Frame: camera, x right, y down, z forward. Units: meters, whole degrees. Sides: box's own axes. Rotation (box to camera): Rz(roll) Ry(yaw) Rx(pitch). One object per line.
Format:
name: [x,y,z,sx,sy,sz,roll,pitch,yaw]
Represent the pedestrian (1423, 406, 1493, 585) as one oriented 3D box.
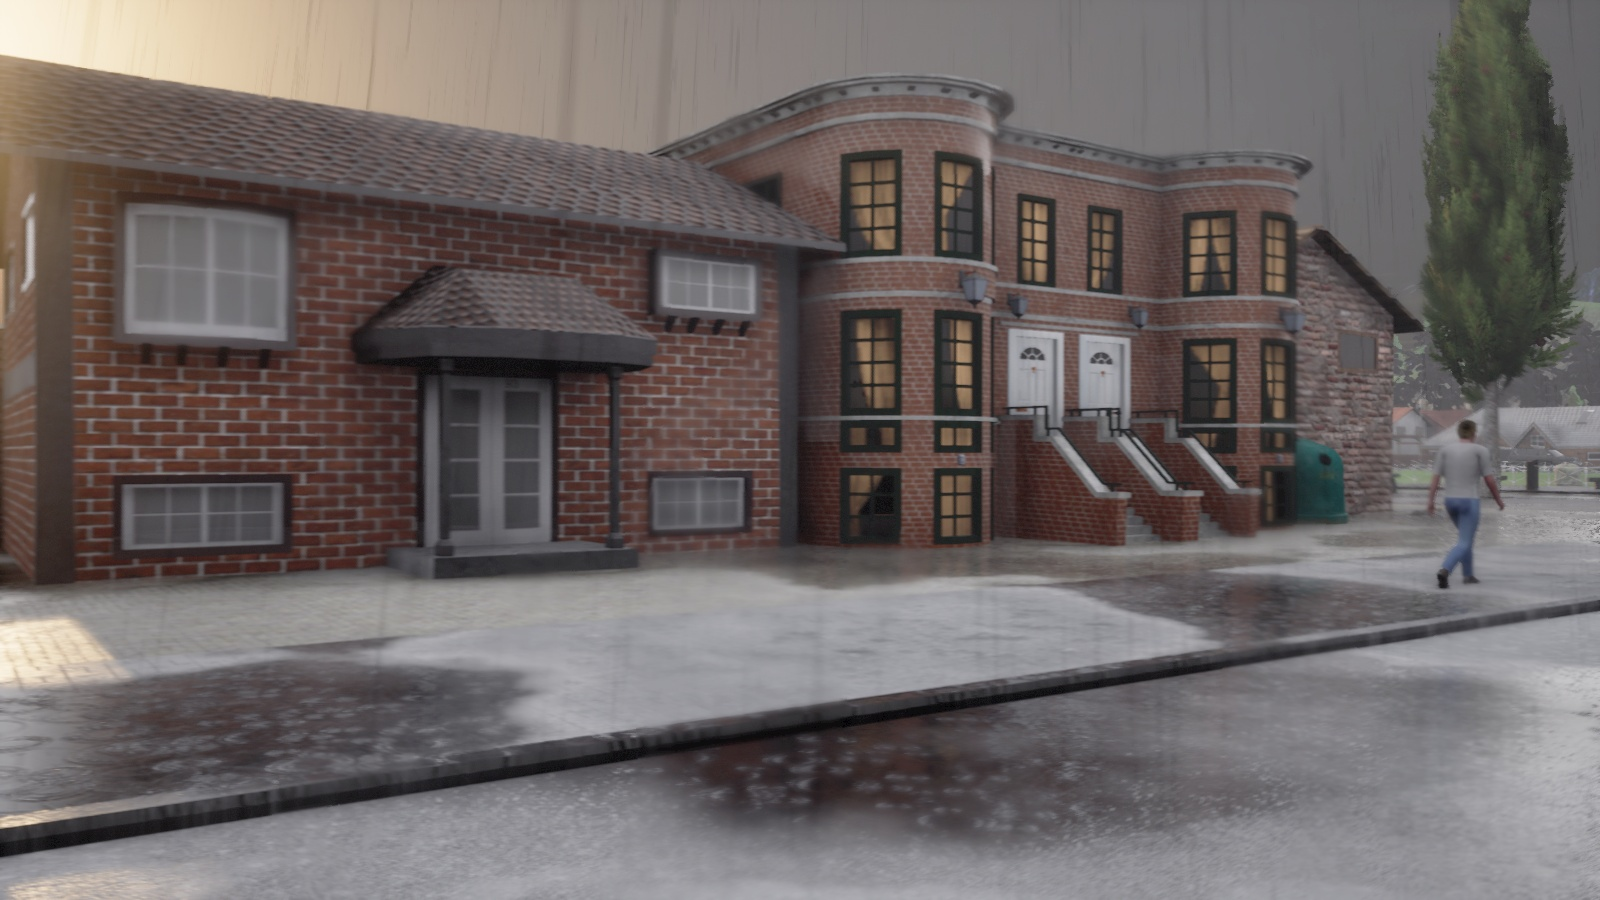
pedestrian: [6.913,0.465,13.186,0.706,1.836,0.354,0,0,-34]
